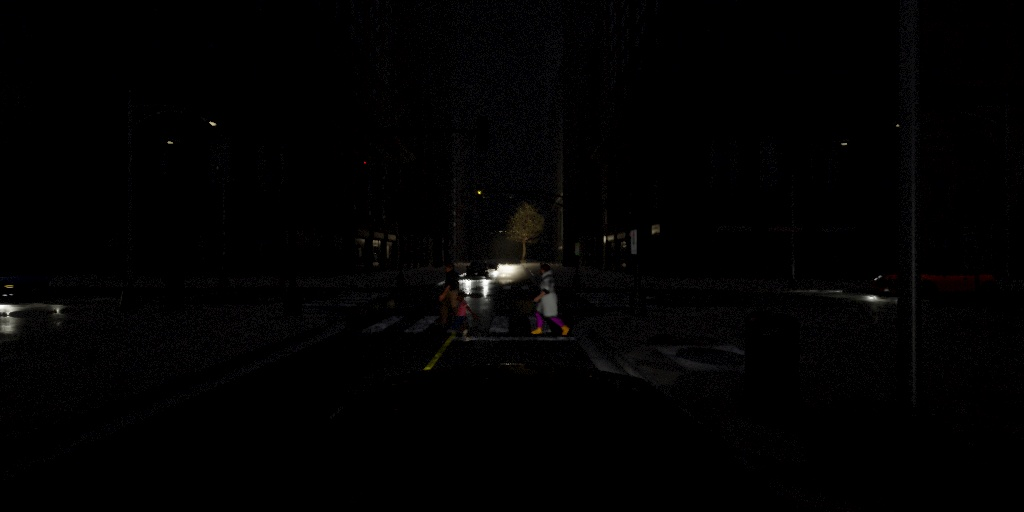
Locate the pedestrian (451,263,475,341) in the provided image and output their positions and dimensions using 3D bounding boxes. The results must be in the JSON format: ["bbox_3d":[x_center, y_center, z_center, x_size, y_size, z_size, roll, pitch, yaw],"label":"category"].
[{"bbox_3d":[-1.140,1.043,8.337,0.375,1.860,0.375,0,0,0],"label":"pedestrian"}]

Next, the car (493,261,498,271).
[{"bbox_3d":[-2.945,1.355,49.957,1.895,1.301,4.718,0,0,0],"label":"car"}]

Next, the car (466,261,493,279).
[{"bbox_3d":[-3.006,1.249,32.463,1.837,1.490,4.892,0,0,0],"label":"car"}]

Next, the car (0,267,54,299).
[{"bbox_3d":[-22.578,1.152,15.126,5.008,1.535,1.882,0,0,0],"label":"car"}]

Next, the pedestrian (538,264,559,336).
[{"bbox_3d":[0.907,1.042,8.933,0.375,1.860,0.375,0,0,0],"label":"pedestrian"}]

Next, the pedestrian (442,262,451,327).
[{"bbox_3d":[-1.577,1.042,9.538,0.375,1.860,0.375,0,0,0],"label":"pedestrian"}]

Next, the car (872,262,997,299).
[{"bbox_3d":[21.242,1.168,18.172,4.553,1.767,2.097,0,0,0],"label":"car"}]
